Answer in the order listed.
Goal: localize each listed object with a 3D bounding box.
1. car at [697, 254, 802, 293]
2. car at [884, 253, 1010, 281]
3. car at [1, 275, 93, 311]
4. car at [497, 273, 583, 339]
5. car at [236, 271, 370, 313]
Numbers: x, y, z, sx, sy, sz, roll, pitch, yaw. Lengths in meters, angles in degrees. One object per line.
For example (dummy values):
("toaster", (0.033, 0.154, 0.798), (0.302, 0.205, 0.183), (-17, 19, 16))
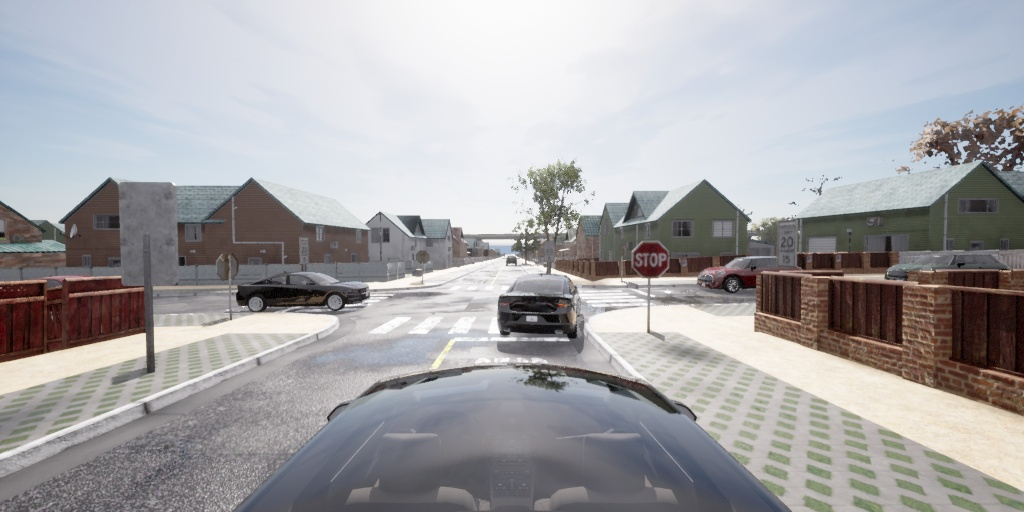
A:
("car", (11.788, 0.820, 17.893), (4.553, 1.767, 2.097), (-1, 2, 0))
("car", (21.683, 0.645, 17.976), (4.553, 1.767, 2.097), (-1, 2, 0))
("car", (-18.036, 1.546, 14.712), (5.008, 1.535, 1.882), (-1, 2, 0))
("car", (0.948, 1.224, 10.270), (1.882, 1.535, 5.008), (0, 0, 12))
("car", (-8.484, 1.376, 14.786), (5.008, 1.535, 1.882), (-1, 2, 0))
